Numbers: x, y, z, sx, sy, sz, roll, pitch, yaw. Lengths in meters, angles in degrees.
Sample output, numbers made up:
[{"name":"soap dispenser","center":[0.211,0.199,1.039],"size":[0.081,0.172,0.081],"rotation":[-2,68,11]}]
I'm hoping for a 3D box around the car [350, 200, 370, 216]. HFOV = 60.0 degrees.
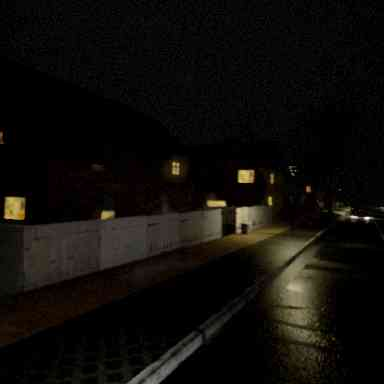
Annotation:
[{"name":"car","center":[22.752,2.131,45.007],"size":[2.150,2.045,5.566],"rotation":[1,-1,27]}]
